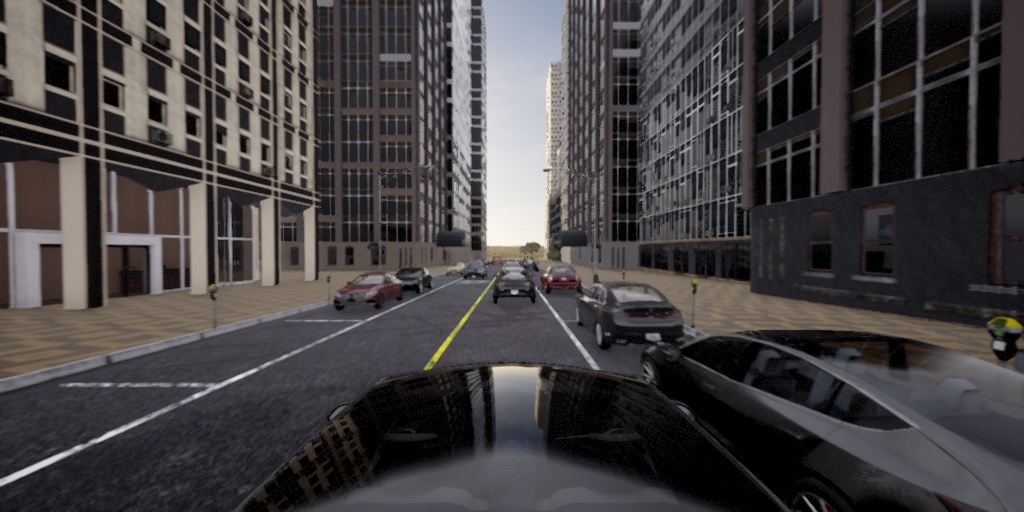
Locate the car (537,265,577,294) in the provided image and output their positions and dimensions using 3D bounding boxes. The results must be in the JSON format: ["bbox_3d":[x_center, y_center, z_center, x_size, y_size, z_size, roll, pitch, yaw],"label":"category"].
[{"bbox_3d":[2.691,1.194,20.358,1.967,1.591,4.097,0,0,0],"label":"car"}]

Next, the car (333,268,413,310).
[{"bbox_3d":[-5.657,1.335,14.744,1.802,1.307,4.207,0,0,0],"label":"car"}]

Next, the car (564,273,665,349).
[{"bbox_3d":[2.692,1.303,9.008,2.007,1.370,4.403,0,0,0],"label":"car"}]

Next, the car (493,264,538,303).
[{"bbox_3d":[0.101,1.279,16.695,1.812,1.442,4.674,0,0,0],"label":"car"}]

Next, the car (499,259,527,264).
[{"bbox_3d":[0.099,1.296,34.365,2.033,1.411,5.357,0,0,0],"label":"car"}]

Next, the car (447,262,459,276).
[{"bbox_3d":[-5.675,1.272,37.270,1.751,1.417,4.829,0,0,0],"label":"car"}]

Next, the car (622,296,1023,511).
[{"bbox_3d":[2.692,1.317,3.334,1.948,1.339,4.313,0,0,0],"label":"car"}]

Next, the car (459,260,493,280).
[{"bbox_3d":[-3.097,1.297,31.689,2.033,1.411,5.357,0,0,0],"label":"car"}]

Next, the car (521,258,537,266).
[{"bbox_3d":[2.351,1.268,46.512,1.812,1.442,4.674,0,0,0],"label":"car"}]

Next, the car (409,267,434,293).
[{"bbox_3d":[-5.657,1.319,20.417,1.948,1.339,4.313,0,0,0],"label":"car"}]
